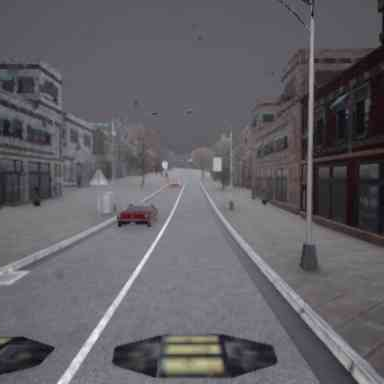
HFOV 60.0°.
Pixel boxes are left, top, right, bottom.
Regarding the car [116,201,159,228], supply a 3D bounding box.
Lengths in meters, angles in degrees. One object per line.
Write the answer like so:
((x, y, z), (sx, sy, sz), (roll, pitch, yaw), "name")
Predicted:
((-3.131, 1.270, 19.739), (1.895, 1.301, 4.718), (0, 2, 0), "car")

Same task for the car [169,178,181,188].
((-3.122, -1.774, 61.961), (2.097, 1.767, 4.553), (0, 4, 0), "car")
